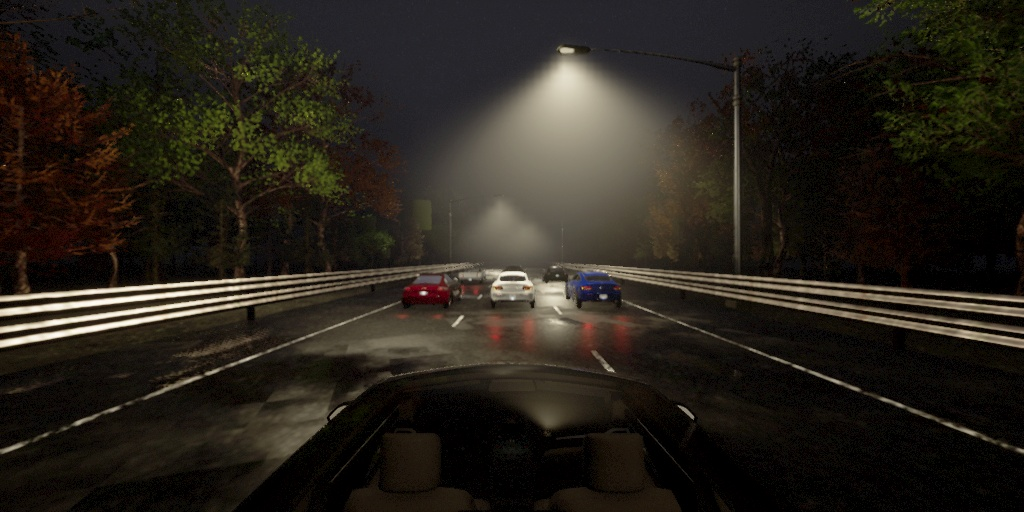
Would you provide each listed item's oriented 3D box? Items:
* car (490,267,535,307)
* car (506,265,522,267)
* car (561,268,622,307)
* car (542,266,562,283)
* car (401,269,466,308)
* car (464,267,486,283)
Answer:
[{"bbox_3d":[0.045,1.410,16.129,1.812,1.442,4.674,0,0,1],"label":"car"},{"bbox_3d":[0.189,1.529,31.022,1.837,1.490,4.892,0,0,1],"label":"car"},{"bbox_3d":[3.545,1.410,16.114,1.812,1.442,4.674,0,0,0],"label":"car"},{"bbox_3d":[3.689,1.586,30.961,1.994,1.385,4.181,0,0,1],"label":"car"},{"bbox_3d":[-3.455,1.448,16.083,1.994,1.385,4.181,0,0,0],"label":"car"},{"bbox_3d":[-3.316,1.621,30.871,1.895,1.301,4.718,0,0,1],"label":"car"}]
